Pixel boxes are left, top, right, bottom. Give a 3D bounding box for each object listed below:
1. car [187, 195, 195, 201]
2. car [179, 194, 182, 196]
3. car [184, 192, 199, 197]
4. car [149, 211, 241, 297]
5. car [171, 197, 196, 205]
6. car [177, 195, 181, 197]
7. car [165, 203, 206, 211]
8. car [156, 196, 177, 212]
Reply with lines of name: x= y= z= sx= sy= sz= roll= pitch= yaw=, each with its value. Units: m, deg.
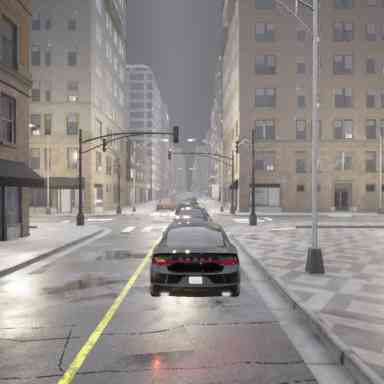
car: x=-0.163 y=1.450 z=80.339 sx=1.837 sy=1.490 sz=4.892 roll=0 pitch=0 yaw=0
car: x=-3.179 y=1.501 z=59.701 sx=1.837 sy=1.490 sz=4.892 roll=0 pitch=0 yaw=0
car: x=-0.142 y=1.350 z=70.285 sx=2.097 sy=1.767 sz=4.553 roll=0 pitch=0 yaw=0
car: x=0.059 y=1.477 z=8.618 sx=1.882 sy=1.535 sz=5.008 roll=0 pitch=0 yaw=0
car: x=-0.343 y=1.522 z=33.031 sx=1.812 sy=1.442 sz=4.674 roll=1 pitch=0 yaw=12
car: x=-3.159 y=1.544 z=49.527 sx=2.033 sy=1.411 sz=5.357 roll=0 pitch=0 yaw=0
car: x=0.073 y=1.546 z=18.428 sx=2.033 sy=1.411 sz=5.357 roll=0 pitch=0 yaw=5
car: x=-3.172 y=1.474 z=39.796 sx=1.882 sy=1.535 sz=5.008 roll=0 pitch=0 yaw=-1
